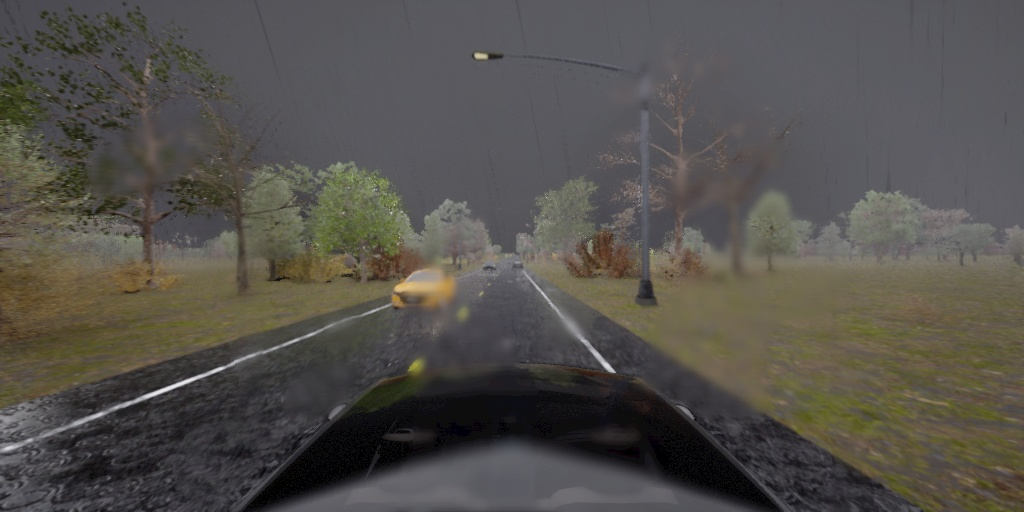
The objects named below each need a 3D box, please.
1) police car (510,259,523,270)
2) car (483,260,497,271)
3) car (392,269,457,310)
[{"bbox_3d":[1.060,1.600,64.999,1.930,1.638,5.238,0,0,0],"label":"police car"},{"bbox_3d":[-3.527,1.485,57.850,2.097,1.767,4.553,0,0,1],"label":"car"},{"bbox_3d":[-3.596,1.330,15.497,1.882,1.535,5.008,0,0,0],"label":"car"}]
